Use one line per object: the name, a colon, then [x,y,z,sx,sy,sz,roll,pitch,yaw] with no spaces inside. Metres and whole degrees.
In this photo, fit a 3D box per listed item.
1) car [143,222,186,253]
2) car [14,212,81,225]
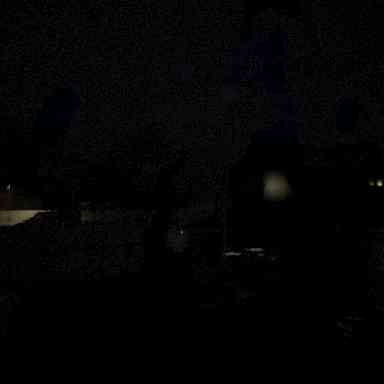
car: [-2.710,2.173,16.488,4.718,1.301,1.895,-1,0,21]
car: [-9.588,2.098,21.871,4.553,1.767,2.097,-1,0,18]
